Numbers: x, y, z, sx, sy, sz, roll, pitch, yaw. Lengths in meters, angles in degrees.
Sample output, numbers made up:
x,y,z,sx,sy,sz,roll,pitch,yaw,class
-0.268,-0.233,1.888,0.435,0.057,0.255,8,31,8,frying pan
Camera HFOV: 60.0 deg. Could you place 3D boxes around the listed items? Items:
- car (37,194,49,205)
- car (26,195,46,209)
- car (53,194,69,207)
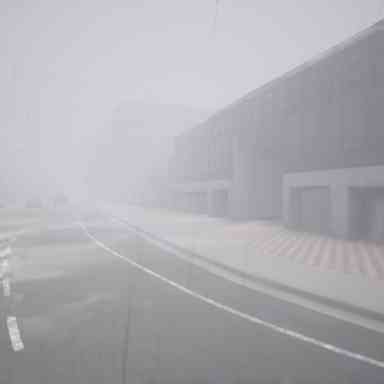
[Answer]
x,y,z,sx,sy,sz,roll,pitch,yaw,class
-28.720,1.400,63.673,2.150,2.045,5.566,0,0,-21,car
-22.279,1.625,47.041,2.128,1.511,4.902,0,0,-21,car
-21.862,1.361,55.525,2.150,2.045,5.566,0,0,-21,car
